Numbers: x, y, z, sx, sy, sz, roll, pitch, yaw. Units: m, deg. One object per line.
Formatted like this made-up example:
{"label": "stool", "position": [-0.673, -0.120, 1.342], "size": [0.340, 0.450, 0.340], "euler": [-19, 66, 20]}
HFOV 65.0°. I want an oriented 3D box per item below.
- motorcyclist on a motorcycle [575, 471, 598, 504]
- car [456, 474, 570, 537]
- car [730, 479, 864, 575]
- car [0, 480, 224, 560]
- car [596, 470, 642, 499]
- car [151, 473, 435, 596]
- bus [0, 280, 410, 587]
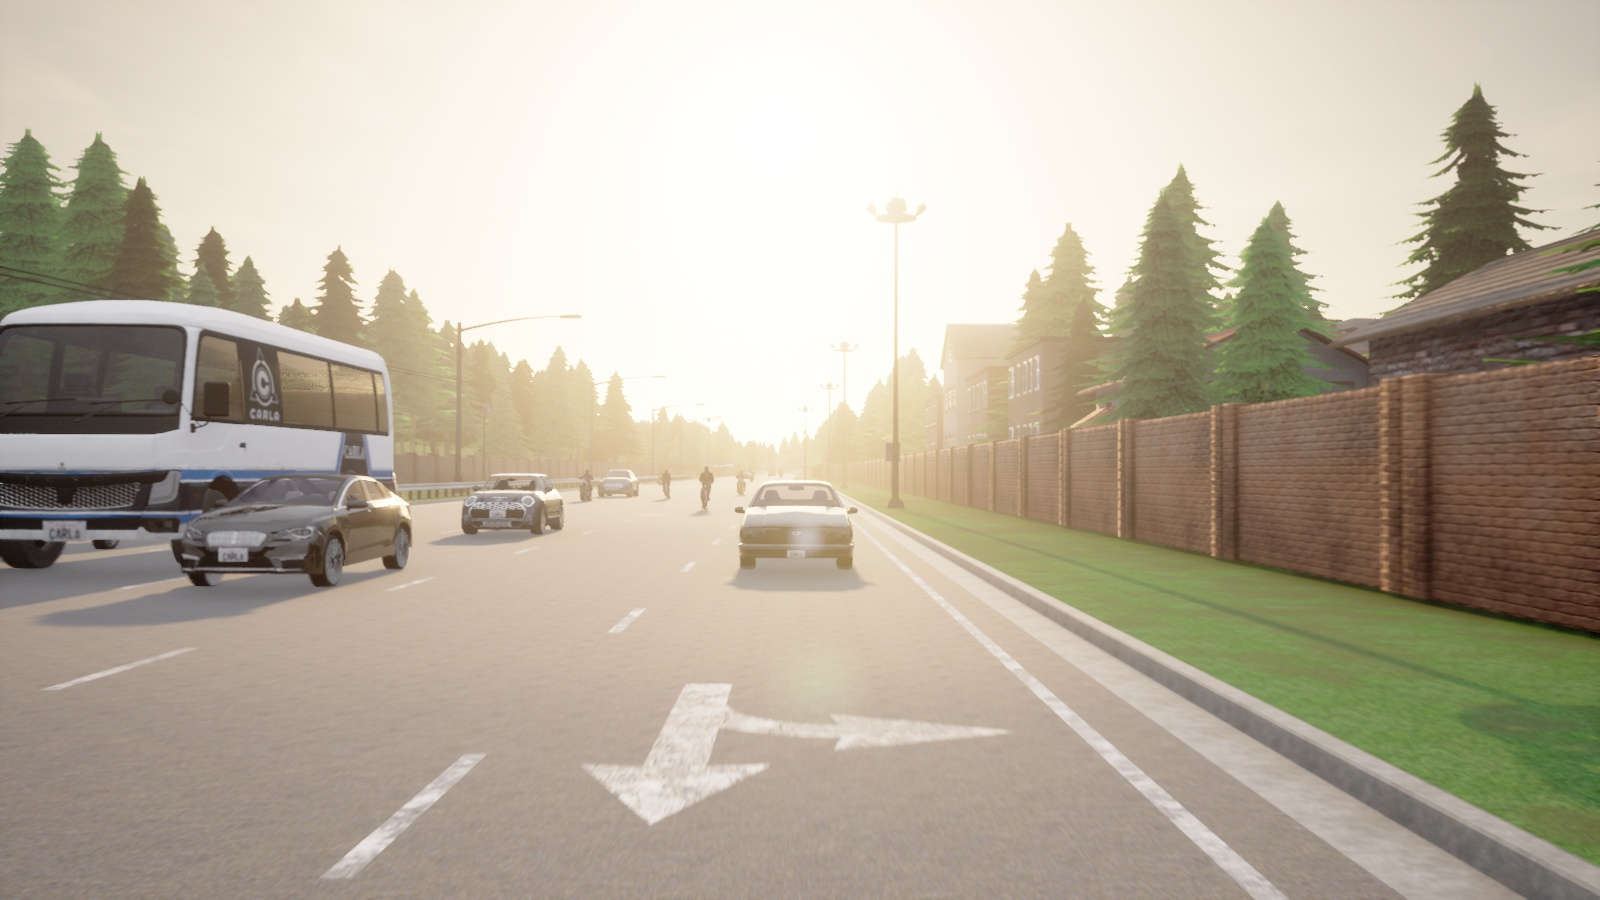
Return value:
{"label": "motorcyclist on a motorcycle", "position": [-10.653, 1.857, 62.758], "size": [0.766, 1.649, 2.350], "euler": [0, -1, 0]}
{"label": "car", "position": [-7.076, 1.332, 31.307], "size": [1.970, 1.475, 3.806], "euler": [0, -1, 0]}
{"label": "car", "position": [-0.053, 1.225, 21.664], "size": [2.033, 1.411, 5.357], "euler": [0, -1, 0]}
{"label": "car", "position": [-14.063, 1.349, 25.764], "size": [2.033, 1.411, 5.357], "euler": [0, -1, 0]}
{"label": "car", "position": [-10.681, 2.031, 74.349], "size": [2.033, 1.649, 4.856], "euler": [0, -1, 0]}
{"label": "car", "position": [-7.045, 1.103, 18.143], "size": [2.128, 1.511, 4.902], "euler": [0, -1, 0]}
{"label": "bus", "position": [-10.561, -0.143, 22.534], "size": [3.944, 4.253, 10.273], "euler": [0, -1, 0]}
